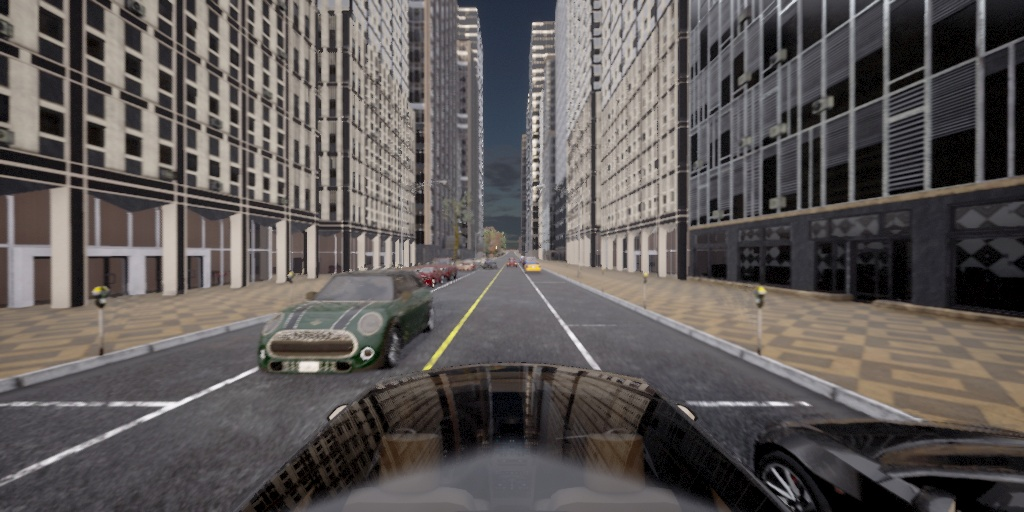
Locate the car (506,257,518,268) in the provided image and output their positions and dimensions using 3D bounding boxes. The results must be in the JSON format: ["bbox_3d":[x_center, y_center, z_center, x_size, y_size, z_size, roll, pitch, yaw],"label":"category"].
[{"bbox_3d":[-0.021,1.274,59.079,1.895,1.301,4.718,0,0,0],"label":"car"}]

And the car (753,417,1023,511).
[{"bbox_3d":[2.689,1.316,0.909,1.948,1.339,4.313,0,0,0],"label":"car"}]

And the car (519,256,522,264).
[{"bbox_3d":[2.669,0.990,57.894,2.192,1.841,5.009,0,0,0],"label":"car"}]

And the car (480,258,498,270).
[{"bbox_3d":[-3.089,1.253,50.859,1.994,1.385,4.181,0,0,0],"label":"car"}]

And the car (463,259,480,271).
[{"bbox_3d":[-5.707,1.137,46.497,1.967,1.591,4.097,0,0,0],"label":"car"}]

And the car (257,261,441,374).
[{"bbox_3d":[-3.102,1.098,7.723,2.097,1.767,4.553,0,0,0],"label":"car"}]

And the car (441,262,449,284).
[{"bbox_3d":[-5.699,1.277,23.703,1.888,1.381,4.507,0,0,0],"label":"car"}]

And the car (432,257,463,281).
[{"bbox_3d":[-5.702,1.040,29.402,2.192,1.841,5.009,0,0,0],"label":"car"}]

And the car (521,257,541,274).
[{"bbox_3d":[2.335,1.164,41.219,1.801,1.575,5.366,0,0,0],"label":"car"}]
